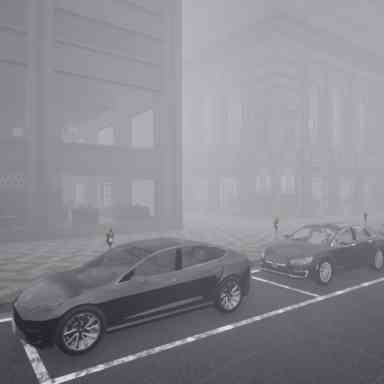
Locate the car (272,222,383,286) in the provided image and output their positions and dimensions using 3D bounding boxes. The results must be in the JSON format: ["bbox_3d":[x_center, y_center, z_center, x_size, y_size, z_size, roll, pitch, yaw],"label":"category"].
[{"bbox_3d":[3.791,1.551,9.333,4.403,1.369,2.008,0,0,-35],"label":"car"}]

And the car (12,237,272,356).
[{"bbox_3d":[-0.805,1.566,6.071,4.313,1.339,1.947,0,0,-35],"label":"car"}]
